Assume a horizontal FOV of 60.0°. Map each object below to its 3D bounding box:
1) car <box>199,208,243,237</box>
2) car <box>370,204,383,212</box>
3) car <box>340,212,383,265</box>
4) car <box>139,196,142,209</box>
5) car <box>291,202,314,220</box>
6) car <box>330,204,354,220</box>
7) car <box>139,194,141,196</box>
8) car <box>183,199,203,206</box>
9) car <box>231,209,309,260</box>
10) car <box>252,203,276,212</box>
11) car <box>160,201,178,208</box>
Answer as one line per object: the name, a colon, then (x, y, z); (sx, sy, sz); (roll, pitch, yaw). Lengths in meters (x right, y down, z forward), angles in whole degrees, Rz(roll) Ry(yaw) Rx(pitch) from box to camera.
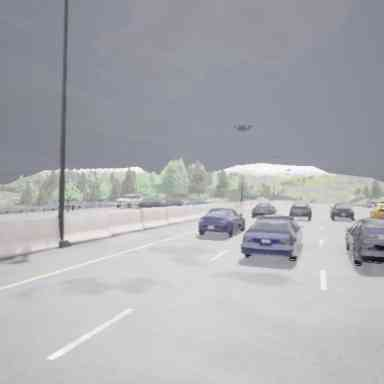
car: (1.787, 1.629, 18.805); (1.812, 1.442, 4.674); (0, 0, 21)
car: (17.214, 1.768, 29.677); (1.882, 1.535, 5.008); (0, 0, 21)
car: (6.539, 1.660, 11.680); (2.033, 1.411, 5.357); (0, 0, 21)
car: (-5.864, 1.720, 48.204); (2.033, 1.411, 5.357); (0, 0, 21)
car: (10.259, 1.728, 31.100); (2.128, 1.511, 4.902); (0, 0, 21)
car: (13.912, 1.792, 30.861); (1.812, 1.442, 4.674); (0, 0, 21)
car: (-9.180, 1.370, 49.319); (2.150, 2.045, 5.566); (0, 0, 21)
car: (0.657, 1.696, 45.655); (1.882, 1.535, 5.008); (0, 0, 21)
car: (3.278, 1.637, 12.956); (2.033, 1.411, 5.357); (0, 0, 21)
car: (7.263, 1.783, 33.057); (1.994, 1.385, 4.181); (0, 0, 21)
car: (-2.595, 1.700, 46.944); (1.837, 1.490, 4.892); (0, 0, 21)
